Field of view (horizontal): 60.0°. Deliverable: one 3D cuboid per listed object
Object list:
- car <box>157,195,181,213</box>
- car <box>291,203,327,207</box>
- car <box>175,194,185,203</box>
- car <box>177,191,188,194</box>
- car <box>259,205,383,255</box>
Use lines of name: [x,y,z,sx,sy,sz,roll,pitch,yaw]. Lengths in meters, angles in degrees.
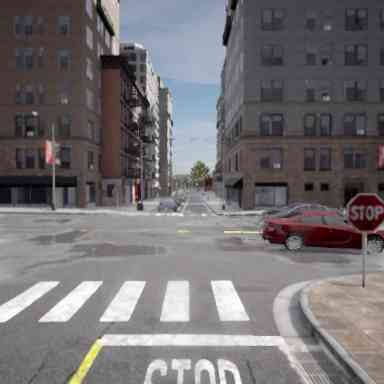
car: [-2.505,1.367,35.074,1.812,1.442,4.674,0,0,1]
car: [6.527,1.417,20.036,4.902,1.511,2.128,0,2,0]
car: [-2.424,1.326,46.537,2.033,1.411,5.357,0,0,0]
car: [-2.328,1.048,59.310,2.097,1.767,4.553,0,0,1]
car: [5.286,1.535,13.444,5.008,1.535,1.882,2,1,0]
